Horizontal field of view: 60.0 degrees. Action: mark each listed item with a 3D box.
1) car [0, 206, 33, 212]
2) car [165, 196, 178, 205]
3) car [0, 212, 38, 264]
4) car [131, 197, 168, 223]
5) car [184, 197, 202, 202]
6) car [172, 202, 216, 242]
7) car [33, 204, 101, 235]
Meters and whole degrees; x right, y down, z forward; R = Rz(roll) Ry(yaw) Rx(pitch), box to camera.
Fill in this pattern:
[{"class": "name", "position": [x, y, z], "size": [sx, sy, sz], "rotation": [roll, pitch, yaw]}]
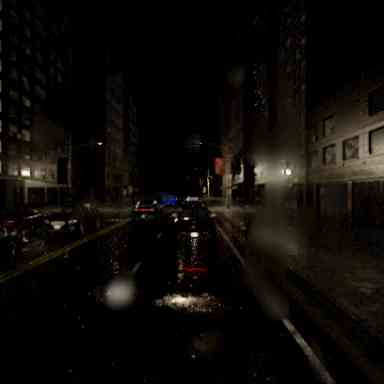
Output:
[{"class": "car", "position": [-9.752, 1.496, 18.502], "size": [1.994, 1.385, 4.181], "rotation": [0, 0, 0]}, {"class": "car", "position": [-3.161, 1.262, 48.459], "size": [1.882, 1.535, 5.008], "rotation": [0, 0, 0]}, {"class": "car", "position": [-6.508, 1.515, 8.951], "size": [2.033, 1.411, 5.357], "rotation": [0, 0, 0]}, {"class": "car", "position": [-3.210, 1.398, 24.519], "size": [2.128, 1.511, 4.902], "rotation": [0, 0, 1]}, {"class": "car", "position": [0.090, 1.331, 38.549], "size": [2.128, 1.511, 4.902], "rotation": [0, 0, 0]}, {"class": "car", "position": [0.097, 1.449, 15.920], "size": [1.837, 1.490, 4.892], "rotation": [0, 1, 0]}, {"class": "car", "position": [-6.502, 1.423, 18.504], "size": [2.128, 1.511, 4.902], "rotation": [0, 0, 0]}]
